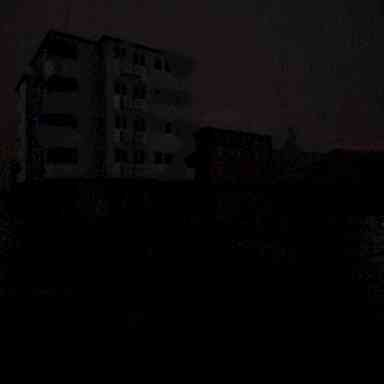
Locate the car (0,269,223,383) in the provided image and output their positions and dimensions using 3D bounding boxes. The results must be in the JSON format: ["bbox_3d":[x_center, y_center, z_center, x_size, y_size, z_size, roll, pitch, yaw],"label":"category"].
[{"bbox_3d":[-2.218,1.548,3.024,5.357,1.411,2.033,0,0,-35],"label":"car"}]
